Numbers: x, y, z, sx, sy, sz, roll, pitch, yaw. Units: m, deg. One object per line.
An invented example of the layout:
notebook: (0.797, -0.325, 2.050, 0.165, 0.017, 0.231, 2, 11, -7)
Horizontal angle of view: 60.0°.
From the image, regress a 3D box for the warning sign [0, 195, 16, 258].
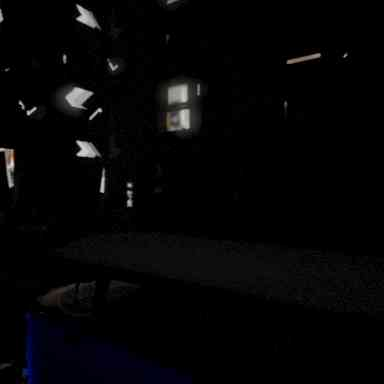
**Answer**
warning sign: (-6.249, 1.022, 10.052, 1.060, 1.860, 1.300, 0, 0, 35)

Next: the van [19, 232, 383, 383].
van: (0.274, 1.322, 2.685, 3.998, 1.788, 1.690, 0, 0, 35)
